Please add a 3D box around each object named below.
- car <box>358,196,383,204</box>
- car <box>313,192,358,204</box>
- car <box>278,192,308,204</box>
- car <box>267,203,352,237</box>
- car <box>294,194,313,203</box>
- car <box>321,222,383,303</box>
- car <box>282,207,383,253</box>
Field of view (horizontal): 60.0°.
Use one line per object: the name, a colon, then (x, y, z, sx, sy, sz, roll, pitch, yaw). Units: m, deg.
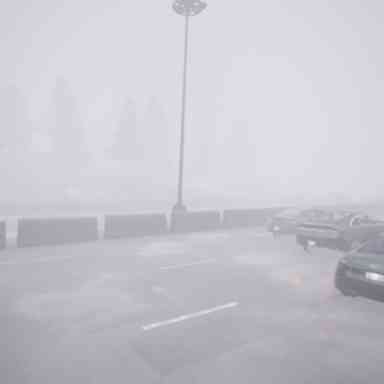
car: (22.305, 1.297, 41.345, 5.008, 1.535, 1.882, 0, 0, -35)
car: (18.565, 1.049, 42.989, 5.566, 2.045, 2.150, 0, 0, -35)
car: (15.206, 1.049, 49.173, 5.566, 2.045, 2.150, 0, 0, -35)
car: (5.703, 1.465, 16.403, 4.674, 1.442, 1.812, 0, 0, -35)
car: (16.577, 1.392, 45.866, 4.181, 1.385, 1.994, 0, 0, -35)
car: (5.018, 1.529, 7.320, 4.181, 1.385, 1.994, 0, 0, -35)
car: (5.872, 1.441, 12.226, 4.902, 1.511, 2.128, 0, 0, -35)
